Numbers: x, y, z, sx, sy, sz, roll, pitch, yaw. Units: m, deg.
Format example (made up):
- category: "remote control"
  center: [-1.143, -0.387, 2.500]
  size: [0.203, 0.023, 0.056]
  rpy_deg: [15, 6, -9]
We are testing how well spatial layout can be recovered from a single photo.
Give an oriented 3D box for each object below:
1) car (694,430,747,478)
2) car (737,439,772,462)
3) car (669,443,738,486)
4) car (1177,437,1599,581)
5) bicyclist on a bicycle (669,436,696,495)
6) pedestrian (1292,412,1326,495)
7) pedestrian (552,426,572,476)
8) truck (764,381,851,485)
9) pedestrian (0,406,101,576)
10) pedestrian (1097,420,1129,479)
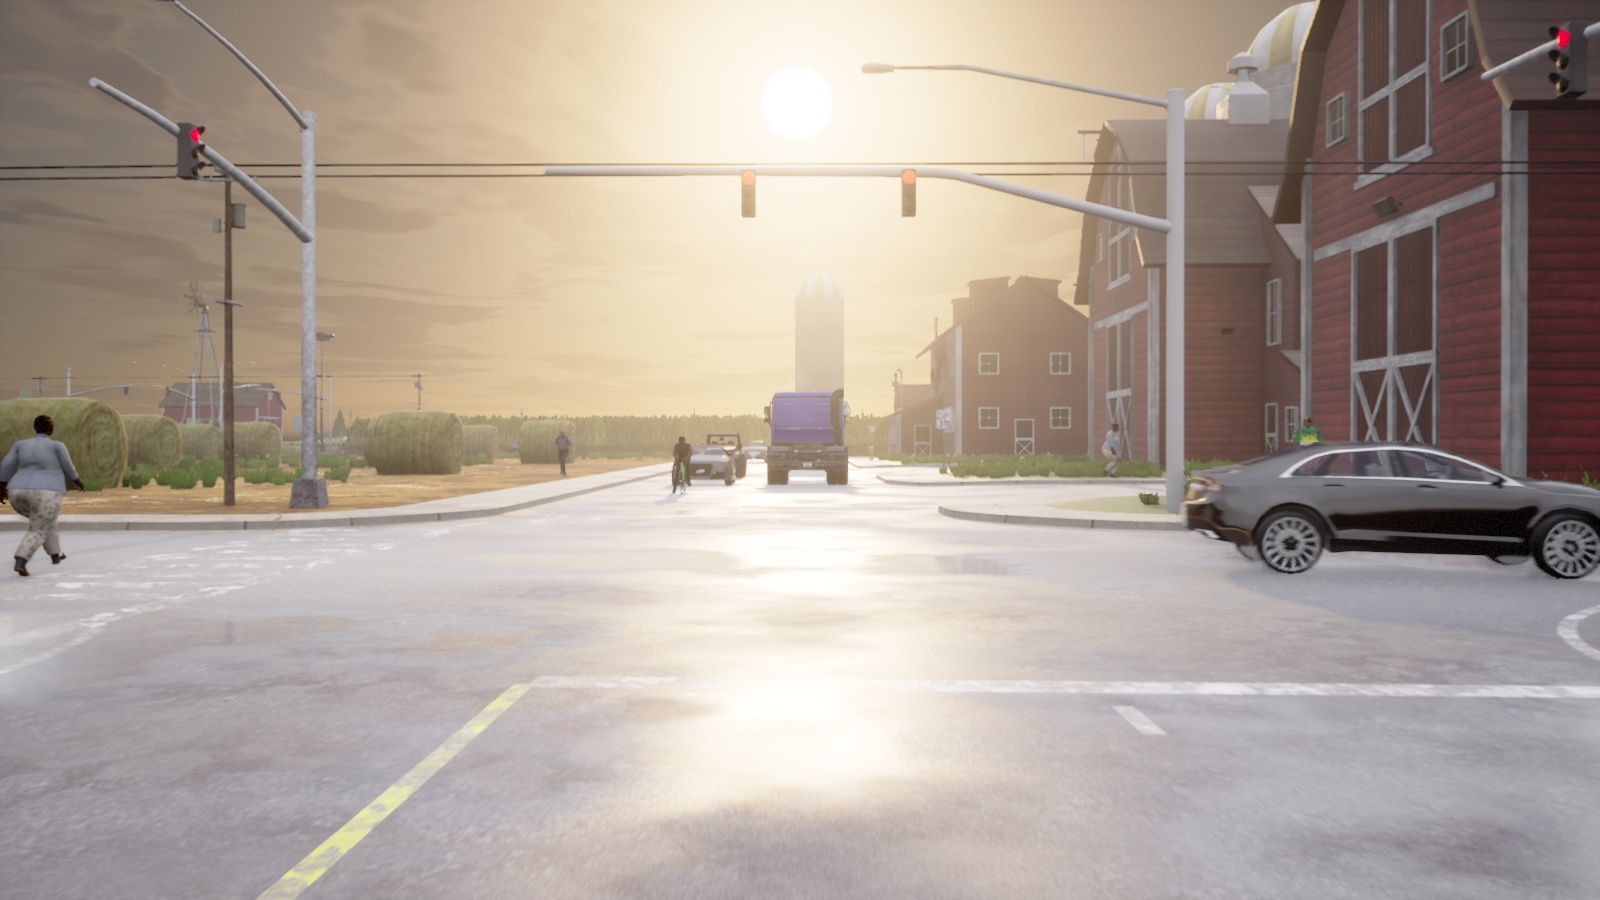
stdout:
- category: "car"
  center: [-3.197, 0.139, 51.164]
  size: [1.905, 1.878, 3.866]
  rpy_deg: [0, 0, 0]
- category: "car"
  center: [-3.008, 0.039, 84.491]
  size: [2.128, 1.511, 4.902]
  rpy_deg: [0, 0, 0]
- category: "car"
  center: [-3.243, 0.472, 42.900]
  size: [1.994, 1.385, 4.181]
  rpy_deg: [0, 0, 0]
- category: "car"
  center: [7.075, 0.615, 14.596]
  size: [4.902, 1.511, 2.128]
  rpy_deg: [0, 0, 9]
- category: "bicyclist on a bicycle"
  center: [-3.287, 0.413, 35.211]
  size: [0.582, 1.620, 1.656]
  rpy_deg: [-1, 1, 0]
- category: "pedestrian"
  center: [12.088, 0.075, 29.844]
  size: [0.659, 1.952, 0.873]
  rpy_deg: [0, 0, 17]
- category: "pedestrian"
  center: [-8.844, 0.028, 46.676]
  size: [0.540, 1.848, 0.694]
  rpy_deg: [0, 0, 9]
- category: "truck"
  center: [0.273, -0.593, 45.598]
  size: [2.891, 3.462, 7.936]
  rpy_deg: [0, 0, 0]
- category: "pedestrian"
  center: [-8.556, 0.442, 14.125]
  size: [0.874, 1.855, 0.900]
  rpy_deg: [0, 0, 1]
- category: "pedestrian"
  center: [9.910, -0.016, 39.737]
  size: [0.900, 1.855, 0.874]
  rpy_deg: [0, 0, 18]
